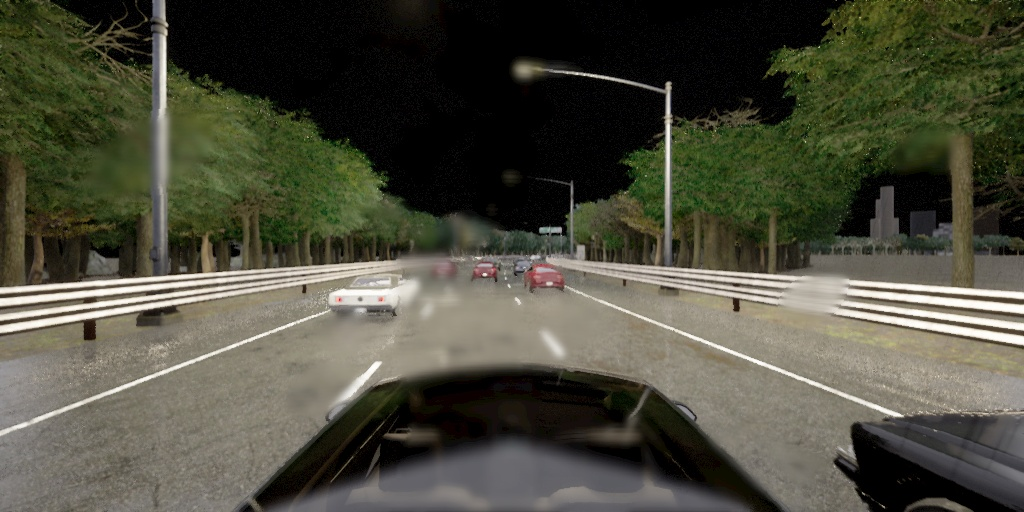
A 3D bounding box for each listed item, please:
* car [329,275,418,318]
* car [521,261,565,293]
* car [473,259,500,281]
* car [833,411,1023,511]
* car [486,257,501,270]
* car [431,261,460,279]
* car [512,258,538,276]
[{"bbox_3d":[-4.639,1.309,12.827,1.895,1.301,4.718,0,0,-5],"label":"car"},{"bbox_3d":[1.749,1.198,20.160,1.812,1.442,4.674,0,0,-4],"label":"car"},{"bbox_3d":[-2.061,1.164,28.112,1.812,1.442,4.674,0,0,-3],"label":"car"},{"bbox_3d":[3.459,1.353,0.466,1.895,1.301,4.718,0,0,-6],"label":"car"},{"bbox_3d":[-2.417,0.916,43.951,2.097,1.767,4.553,0,0,0],"label":"car"},{"bbox_3d":[-5.669,1.154,30.782,1.812,1.442,4.674,0,0,-2],"label":"car"},{"bbox_3d":[1.078,1.149,35.138,2.033,1.411,5.357,0,0,-1],"label":"car"}]
